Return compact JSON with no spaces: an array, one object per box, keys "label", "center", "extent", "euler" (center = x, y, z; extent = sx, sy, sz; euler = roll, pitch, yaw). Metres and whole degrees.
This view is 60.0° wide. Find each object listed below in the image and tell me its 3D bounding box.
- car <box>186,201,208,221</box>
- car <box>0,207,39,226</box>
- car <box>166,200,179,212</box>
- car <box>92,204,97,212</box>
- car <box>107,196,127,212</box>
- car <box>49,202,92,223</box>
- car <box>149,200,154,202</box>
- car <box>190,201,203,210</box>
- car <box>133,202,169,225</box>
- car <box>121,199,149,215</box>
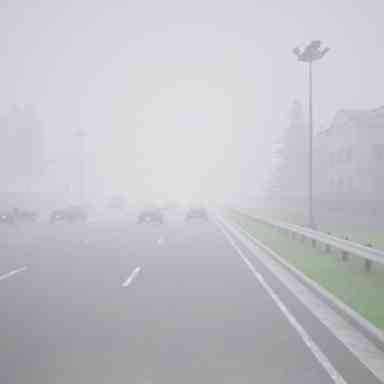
[{"label":"car","center":[0.443,1.795,29.684],"extent":[1.812,1.442,4.674],"euler":[0,-1,1]},{"label":"car","center":[-13.609,1.806,25.426],"extent":[1.895,1.301,4.718],"euler":[0,-1,1]},{"label":"car","center":[-2.889,1.907,46.405],"extent":[2.128,1.511,4.902],"euler":[0,0,1]},{"label":"car","center":[-13.492,1.897,41.440],"extent":[2.033,1.411,5.357],"euler":[0,0,1]},{"label":"car","center":[-9.907,1.616,45.424],"extent":[2.150,2.045,5.566],"euler":[0,0,1]},{"label":"car","center":[-10.085,1.755,27.350],"extent":[1.812,1.442,4.674],"euler":[0,-1,1]},{"label":"car","center":[-6.412,1.915,49.664],"extent":[1.882,1.535,5.008],"euler":[0,0,1]},{"label":"car","center":[0.712,2.073,52.177],"extent":[1.895,1.301,4.718],"euler":[0,-1,1]},{"label":"car","center":[-3.101,1.756,26.090],"extent":[1.812,1.442,4.674],"euler":[0,0,1]},{"label":"car","center":[-6.547,1.866,38.917],"extent":[1.812,1.442,4.674],"euler":[0,-1,1]}]
